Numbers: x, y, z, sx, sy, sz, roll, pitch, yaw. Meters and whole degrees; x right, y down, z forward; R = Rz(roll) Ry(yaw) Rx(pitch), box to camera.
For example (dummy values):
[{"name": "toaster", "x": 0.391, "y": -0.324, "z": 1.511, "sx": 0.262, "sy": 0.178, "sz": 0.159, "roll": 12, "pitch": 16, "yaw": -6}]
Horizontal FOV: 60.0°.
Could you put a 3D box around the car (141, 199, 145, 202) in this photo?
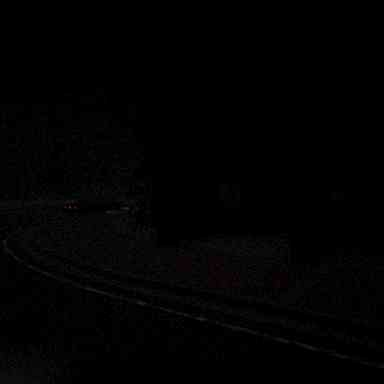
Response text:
[{"name": "car", "x": -5.445, "y": 1.478, "z": 49.259, "sx": 1.882, "sy": 1.535, "sz": 5.008, "roll": 0, "pitch": 0, "yaw": 35}]

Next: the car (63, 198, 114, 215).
[{"name": "car", "x": -10.823, "y": 1.547, "z": 34.485, "sx": 2.033, "sy": 1.411, "sz": 5.357, "roll": 0, "pitch": 0, "yaw": 23}]

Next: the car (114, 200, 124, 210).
[{"name": "car", "x": -10.633, "y": 1.478, "z": 41.387, "sx": 1.882, "sy": 1.535, "sz": 5.008, "roll": 0, "pitch": 0, "yaw": 31}]
